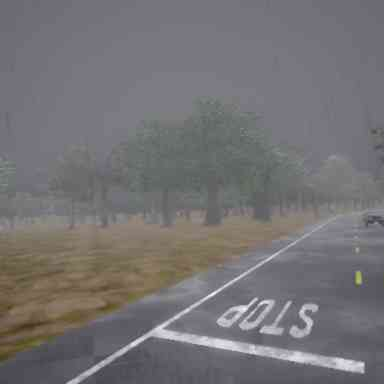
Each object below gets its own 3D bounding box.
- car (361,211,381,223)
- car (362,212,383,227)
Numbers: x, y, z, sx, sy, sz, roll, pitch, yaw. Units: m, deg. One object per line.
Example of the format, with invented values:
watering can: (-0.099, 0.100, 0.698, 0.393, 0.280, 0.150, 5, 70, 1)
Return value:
car: (24.017, 3.349, 44.749, 2.033, 1.411, 5.357, -3, -3, 26)
car: (19.362, 2.900, 35.212, 1.837, 1.490, 4.892, -3, -3, 26)
